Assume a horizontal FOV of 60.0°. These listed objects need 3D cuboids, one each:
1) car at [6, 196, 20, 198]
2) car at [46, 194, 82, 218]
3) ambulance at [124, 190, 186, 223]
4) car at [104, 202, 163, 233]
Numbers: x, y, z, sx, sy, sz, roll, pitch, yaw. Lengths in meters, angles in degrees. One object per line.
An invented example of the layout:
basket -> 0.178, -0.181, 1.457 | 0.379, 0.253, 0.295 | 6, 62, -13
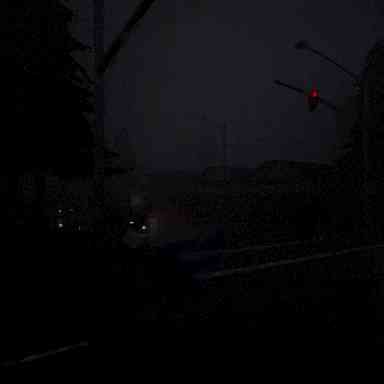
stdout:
car -> -25.967, 1.345, 46.840 | 4.902, 1.511, 2.128 | 1, 0, -7
car -> -12.195, 1.238, 31.447 | 2.150, 2.045, 5.566 | 0, 0, -36
ambulance -> -3.112, 1.046, 25.002 | 2.351, 2.431, 6.366 | 0, 0, -36
car -> -4.194, 1.563, 20.366 | 2.033, 1.411, 5.357 | 0, 0, -36
